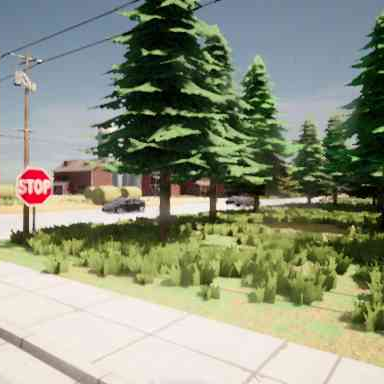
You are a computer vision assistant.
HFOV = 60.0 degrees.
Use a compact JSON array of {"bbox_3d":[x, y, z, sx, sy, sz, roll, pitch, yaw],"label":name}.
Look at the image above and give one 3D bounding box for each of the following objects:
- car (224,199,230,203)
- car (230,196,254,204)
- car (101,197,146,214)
[{"bbox_3d":[7.033,1.331,51.909,2.033,1.411,5.357,1,0,34],"label":"car"},{"bbox_3d":[7.803,1.368,46.618,2.033,1.411,5.357,1,0,34],"label":"car"},{"bbox_3d":[-6.419,1.298,31.710,1.837,1.490,4.892,1,1,33],"label":"car"}]
